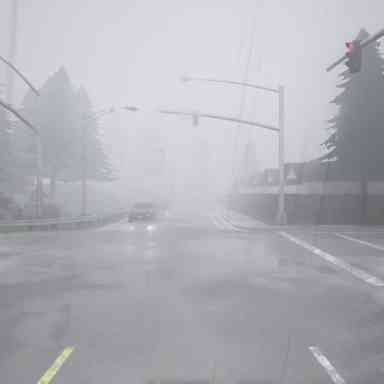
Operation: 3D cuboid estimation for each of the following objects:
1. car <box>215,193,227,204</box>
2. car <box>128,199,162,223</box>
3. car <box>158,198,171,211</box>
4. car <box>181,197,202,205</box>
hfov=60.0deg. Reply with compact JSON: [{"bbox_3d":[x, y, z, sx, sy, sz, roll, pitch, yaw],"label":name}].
[{"bbox_3d":[6.889,1.206,60.906,5.566,2.045,2.150,0,0,-22],"label":"car"},{"bbox_3d":[-3.611,1.505,25.239,1.837,1.490,4.892,0,0,0],"label":"car"},{"bbox_3d":[-3.590,1.505,40.152,1.837,1.490,4.892,0,0,0],"label":"car"},{"bbox_3d":[-0.094,1.550,60.316,4.181,1.385,1.994,0,0,-45],"label":"car"}]
